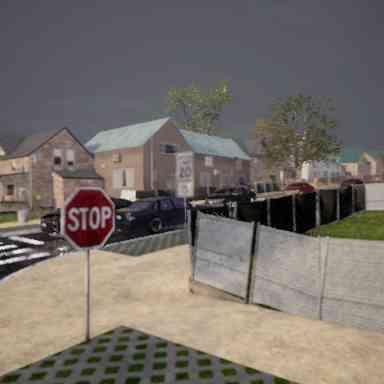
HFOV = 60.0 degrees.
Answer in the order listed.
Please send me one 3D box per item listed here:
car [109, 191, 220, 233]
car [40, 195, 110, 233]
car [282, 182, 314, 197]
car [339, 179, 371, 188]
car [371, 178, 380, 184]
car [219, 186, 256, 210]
[{"bbox_3d":[-1.271,0.927,15.154,2.033,1.411,5.357,0,3,41],"label":"car"},{"bbox_3d":[-4.530,0.972,15.593,1.882,1.535,5.008,-1,2,39],"label":"car"},{"bbox_3d":[10.666,-0.245,33.246,1.812,1.442,4.674,0,3,41],"label":"car"},{"bbox_3d":[18.297,-0.766,37.650,1.882,1.535,5.008,0,3,41],"label":"car"},{"bbox_3d":[25.162,-1.222,45.627,1.895,1.301,4.718,0,3,41],"label":"car"},{"bbox_3d":[2.863,0.381,24.268,1.837,1.490,4.892,0,3,41],"label":"car"}]
